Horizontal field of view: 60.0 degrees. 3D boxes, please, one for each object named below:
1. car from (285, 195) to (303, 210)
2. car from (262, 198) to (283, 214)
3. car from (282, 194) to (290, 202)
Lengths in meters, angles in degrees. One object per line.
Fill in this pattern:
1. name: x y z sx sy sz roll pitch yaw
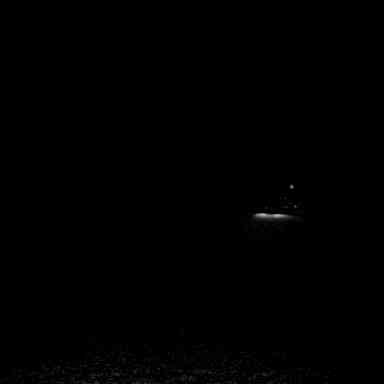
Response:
1. car: 13.833 1.579 44.736 1.837 1.490 4.892 0 1 15
2. car: 9.330 1.683 38.881 1.837 1.490 4.892 1 1 16
3. car: 17.796 1.084 61.826 1.895 1.301 4.718 1 3 10
